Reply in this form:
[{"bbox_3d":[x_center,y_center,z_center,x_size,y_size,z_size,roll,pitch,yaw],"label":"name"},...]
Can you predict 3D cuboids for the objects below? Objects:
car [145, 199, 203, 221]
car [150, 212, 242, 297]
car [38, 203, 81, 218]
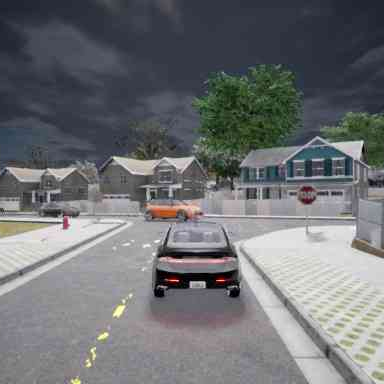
[{"bbox_3d":[-1.342,1.310,25.340,4.553,1.767,2.097,-2,-2,33],"label":"car"},{"bbox_3d":[0.101,1.495,8.544,2.128,1.511,4.902,0,0,0],"label":"car"},{"bbox_3d":[-13.098,1.836,32.808,4.892,1.490,1.837,-2,-2,31],"label":"car"}]
